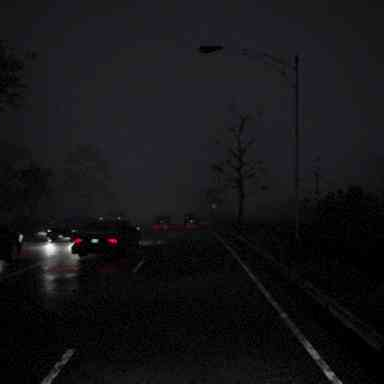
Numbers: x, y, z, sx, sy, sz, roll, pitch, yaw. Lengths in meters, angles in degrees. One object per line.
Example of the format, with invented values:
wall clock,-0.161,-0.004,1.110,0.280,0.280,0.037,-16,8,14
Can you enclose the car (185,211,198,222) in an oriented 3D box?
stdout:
car,-0.074,3.648,49.955,1.882,1.535,5.008,0,-3,0

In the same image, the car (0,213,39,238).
car,-10.616,2.009,19.191,1.882,1.535,5.008,0,-3,0

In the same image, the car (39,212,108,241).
car,-7.116,2.152,20.674,2.033,1.411,5.357,0,-3,0

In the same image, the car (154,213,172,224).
car,-3.551,3.296,41.096,1.895,1.301,4.718,0,-3,0

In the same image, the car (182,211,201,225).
car,-0.060,3.099,39.219,1.837,1.490,4.892,0,-3,0

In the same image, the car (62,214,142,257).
car,-3.422,1.868,14.236,2.033,1.411,5.357,0,-2,0

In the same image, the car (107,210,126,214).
car,-7.123,2.480,30.528,2.097,1.767,4.553,0,-3,0

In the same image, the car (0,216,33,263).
car,-7.107,1.697,10.296,1.837,1.490,4.892,0,-2,0

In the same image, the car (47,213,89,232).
car,-10.627,2.566,28.915,1.812,1.442,4.674,0,-3,0
